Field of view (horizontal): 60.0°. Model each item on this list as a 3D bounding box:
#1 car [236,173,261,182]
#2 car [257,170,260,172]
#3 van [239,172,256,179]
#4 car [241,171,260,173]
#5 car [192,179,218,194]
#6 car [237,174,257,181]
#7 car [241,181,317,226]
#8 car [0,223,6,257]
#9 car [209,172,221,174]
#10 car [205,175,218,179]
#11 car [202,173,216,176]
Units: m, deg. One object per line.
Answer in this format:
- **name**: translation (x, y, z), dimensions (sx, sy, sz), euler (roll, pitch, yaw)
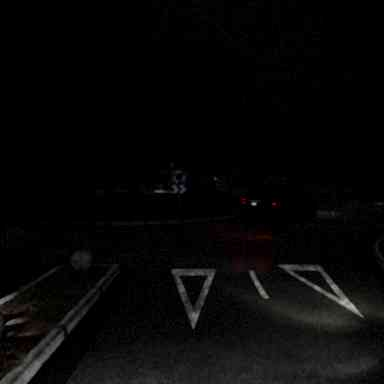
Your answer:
- **car**: translation (12.141, -2.855, 73.048), dimensions (4.892, 1.521, 2.231), euler (1, 5, 9)
- **car**: translation (13.460, -3.762, 81.153), dimensions (5.566, 2.045, 2.435), euler (1, 5, 9)
- **van**: translation (14.925, -4.394, 89.047), dimensions (4.442, 1.987, 1.878), euler (1, 5, 11)
- **car**: translation (12.608, -3.198, 75.745), dimensions (4.553, 1.767, 2.185), euler (1, 5, 9)
- **car**: translation (0.592, -0.595, 43.549), dimensions (4.902, 1.511, 2.128), euler (1, 3, 21)
- **car**: translation (13.841, -3.703, 83.867), dimensions (4.792, 1.488, 2.163), euler (1, 5, 10)
- **car**: translation (4.963, 0.570, 18.568), dimensions (2.150, 2.045, 5.566), euler (3, 4, 44)
- **car**: translation (-6.425, 1.378, 8.991), dimensions (1.837, 1.490, 4.892), euler (1, 2, -18)
- **car**: translation (5.096, -3.265, 78.377), dimensions (1.882, 1.535, 5.008), euler (1, 5, 9)
- **car**: translation (3.263, -1.652, 58.250), dimensions (1.837, 1.490, 4.892), euler (0, 4, 1)
- **car**: translation (3.654, -2.472, 68.450), dimensions (1.882, 1.535, 5.008), euler (1, 4, 8)
